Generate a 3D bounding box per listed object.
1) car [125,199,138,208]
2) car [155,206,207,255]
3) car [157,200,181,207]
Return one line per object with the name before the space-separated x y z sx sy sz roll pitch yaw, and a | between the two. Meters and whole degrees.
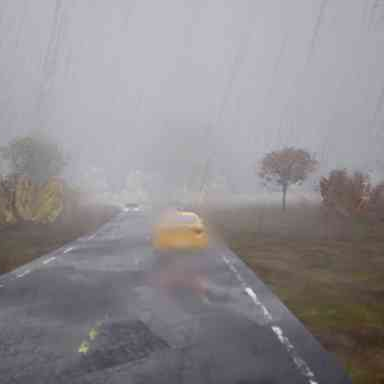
car | -10.271 1.911 56.451 1.882 1.535 5.008 0 -1 -14
car | -0.480 1.564 13.829 1.882 1.535 5.008 0 0 -3
car | -1.774 1.535 27.587 2.097 1.767 4.553 0 0 -7
